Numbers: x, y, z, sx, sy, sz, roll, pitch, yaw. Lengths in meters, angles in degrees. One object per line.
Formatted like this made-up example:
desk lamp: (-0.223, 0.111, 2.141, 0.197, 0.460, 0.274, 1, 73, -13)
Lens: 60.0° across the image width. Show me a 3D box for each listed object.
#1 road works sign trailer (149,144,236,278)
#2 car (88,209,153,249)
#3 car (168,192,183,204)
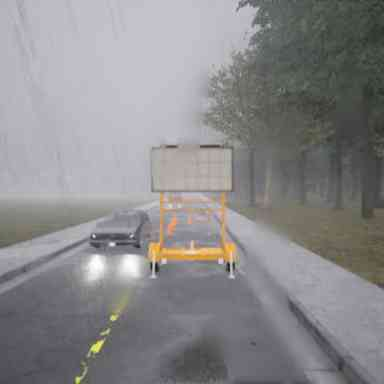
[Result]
road works sign trailer: (0.016, 0.401, 9.886, 2.380, 3.560, 2.880, 0, 0, 0)
car: (-2.829, 1.456, 14.426, 2.033, 1.411, 5.357, 0, 0, 0)
car: (-2.753, 0.875, 55.098, 2.150, 2.045, 5.566, 0, 0, 0)
